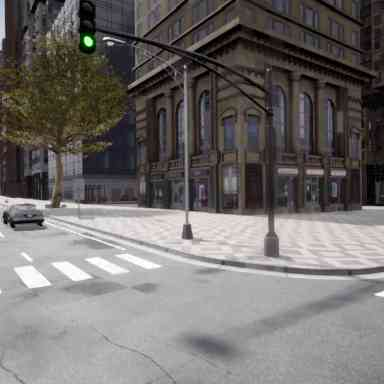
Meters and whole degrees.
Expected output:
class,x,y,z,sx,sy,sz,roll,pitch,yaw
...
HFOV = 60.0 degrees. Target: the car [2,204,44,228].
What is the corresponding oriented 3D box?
class,x,y,z,sx,sy,sz,roll,pitch,yaw
car,-11.102,1.481,21.772,2.033,1.411,5.357,-1,1,-36
